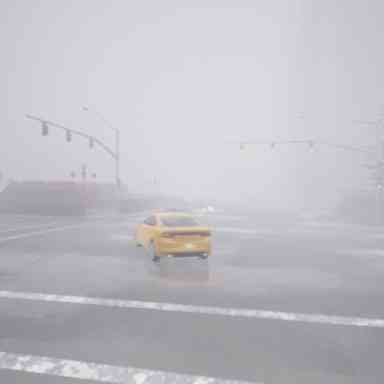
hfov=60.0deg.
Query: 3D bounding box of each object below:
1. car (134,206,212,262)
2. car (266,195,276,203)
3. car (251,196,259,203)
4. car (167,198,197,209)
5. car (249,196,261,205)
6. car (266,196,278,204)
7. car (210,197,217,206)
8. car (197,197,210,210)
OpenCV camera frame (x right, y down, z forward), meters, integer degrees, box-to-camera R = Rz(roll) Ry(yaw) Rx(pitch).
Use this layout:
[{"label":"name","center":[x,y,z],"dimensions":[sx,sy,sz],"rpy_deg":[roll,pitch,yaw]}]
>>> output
[{"label":"car","center":[-0.893,1.506,12.499],"dimensions":[1.882,1.535,5.008],"rpy_deg":[1,0,-19]},{"label":"car","center":[17.866,1.581,75.457],"dimensions":[1.882,1.535,5.008],"rpy_deg":[0,0,11]},{"label":"car","center":[14.441,1.606,76.178],"dimensions":[1.812,1.442,4.674],"rpy_deg":[0,0,11]},{"label":"car","center":[-1.220,1.535,33.354],"dimensions":[2.033,1.411,5.357],"rpy_deg":[0,0,11]},{"label":"car","center":[11.718,1.544,61.819],"dimensions":[1.882,1.535,5.008],"rpy_deg":[0,0,11]},{"label":"car","center":[15.879,1.639,65.356],"dimensions":[2.033,1.411,5.357],"rpy_deg":[0,0,11]},{"label":"car","center":[2.848,1.502,53.624],"dimensions":[2.128,1.511,4.902],"rpy_deg":[0,0,11]},{"label":"car","center":[0.767,1.524,43.404],"dimensions":[1.812,1.442,4.674],"rpy_deg":[0,0,12]}]
